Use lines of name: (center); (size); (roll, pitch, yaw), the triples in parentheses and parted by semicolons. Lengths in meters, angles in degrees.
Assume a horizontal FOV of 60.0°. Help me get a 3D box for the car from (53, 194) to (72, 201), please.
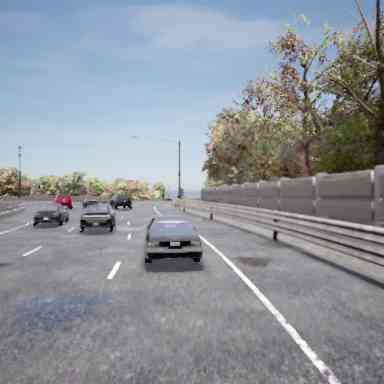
car: (-18.011, 1.288, 46.201); (2.150, 2.045, 5.566); (0, 0, -26)

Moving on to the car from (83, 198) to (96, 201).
car: (-14.310, 1.558, 46.473); (1.837, 1.490, 4.892); (0, 0, -25)

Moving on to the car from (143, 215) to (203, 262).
car: (-0.782, 1.551, 12.135); (2.033, 1.411, 5.357); (0, 0, -7)

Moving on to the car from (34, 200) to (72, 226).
car: (-9.945, 1.563, 23.725); (1.812, 1.442, 4.674); (0, 0, -13)

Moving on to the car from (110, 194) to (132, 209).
car: (-9.644, 1.258, 44.781); (2.150, 2.045, 5.566); (0, 0, -23)

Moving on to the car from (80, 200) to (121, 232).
car: (-5.648, 1.513, 20.322); (2.128, 1.511, 4.902); (0, 0, -11)
